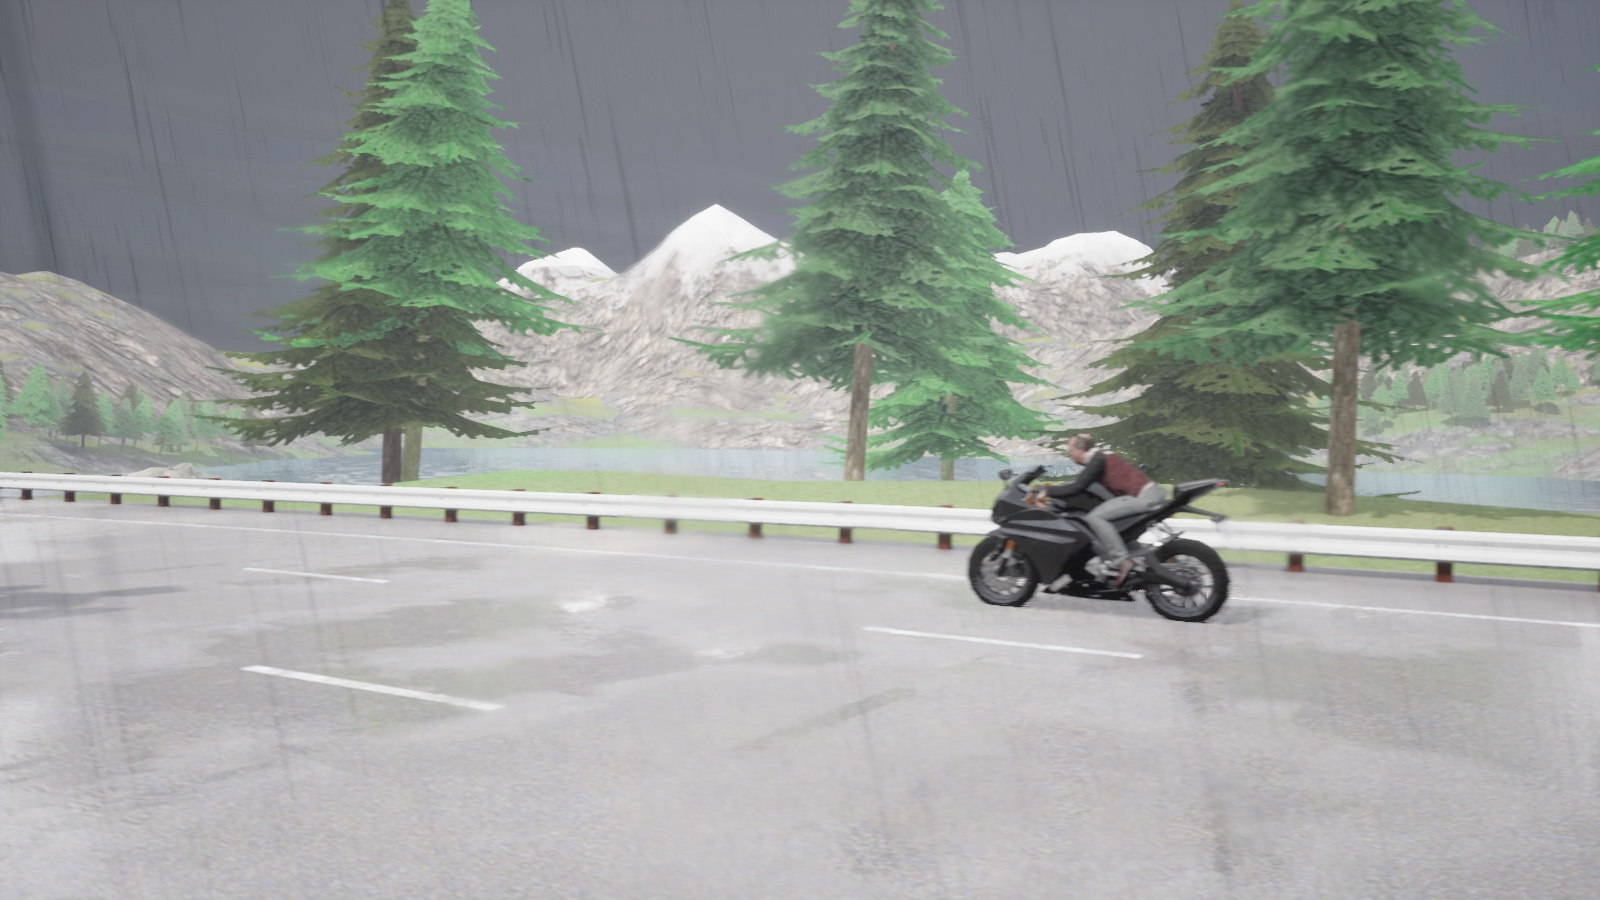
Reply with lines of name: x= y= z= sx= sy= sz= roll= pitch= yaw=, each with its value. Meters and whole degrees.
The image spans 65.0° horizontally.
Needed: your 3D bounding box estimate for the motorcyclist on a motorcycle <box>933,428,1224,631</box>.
motorcyclist on a motorcycle: x=2.304 y=0.598 z=10.473 sx=2.191 sy=1.530 sz=0.866 roll=0 pitch=2 yaw=32
